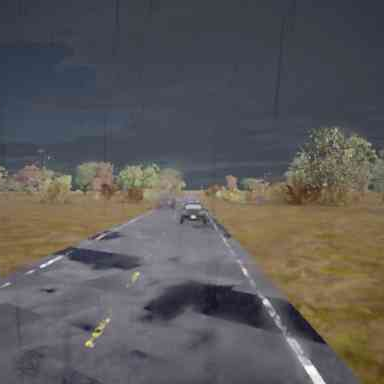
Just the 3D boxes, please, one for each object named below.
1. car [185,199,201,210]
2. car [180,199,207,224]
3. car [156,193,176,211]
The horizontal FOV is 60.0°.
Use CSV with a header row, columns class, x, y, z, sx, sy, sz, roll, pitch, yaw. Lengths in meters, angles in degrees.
class,x,y,z,sx,sy,sz,roll,pitch,yaw
car,0.086,1.539,42.252,1.895,1.301,4.718,0,0,0
car,0.092,1.490,24.442,1.812,1.442,4.674,0,0,0
car,-3.098,1.162,40.992,2.150,2.045,5.566,0,0,0
